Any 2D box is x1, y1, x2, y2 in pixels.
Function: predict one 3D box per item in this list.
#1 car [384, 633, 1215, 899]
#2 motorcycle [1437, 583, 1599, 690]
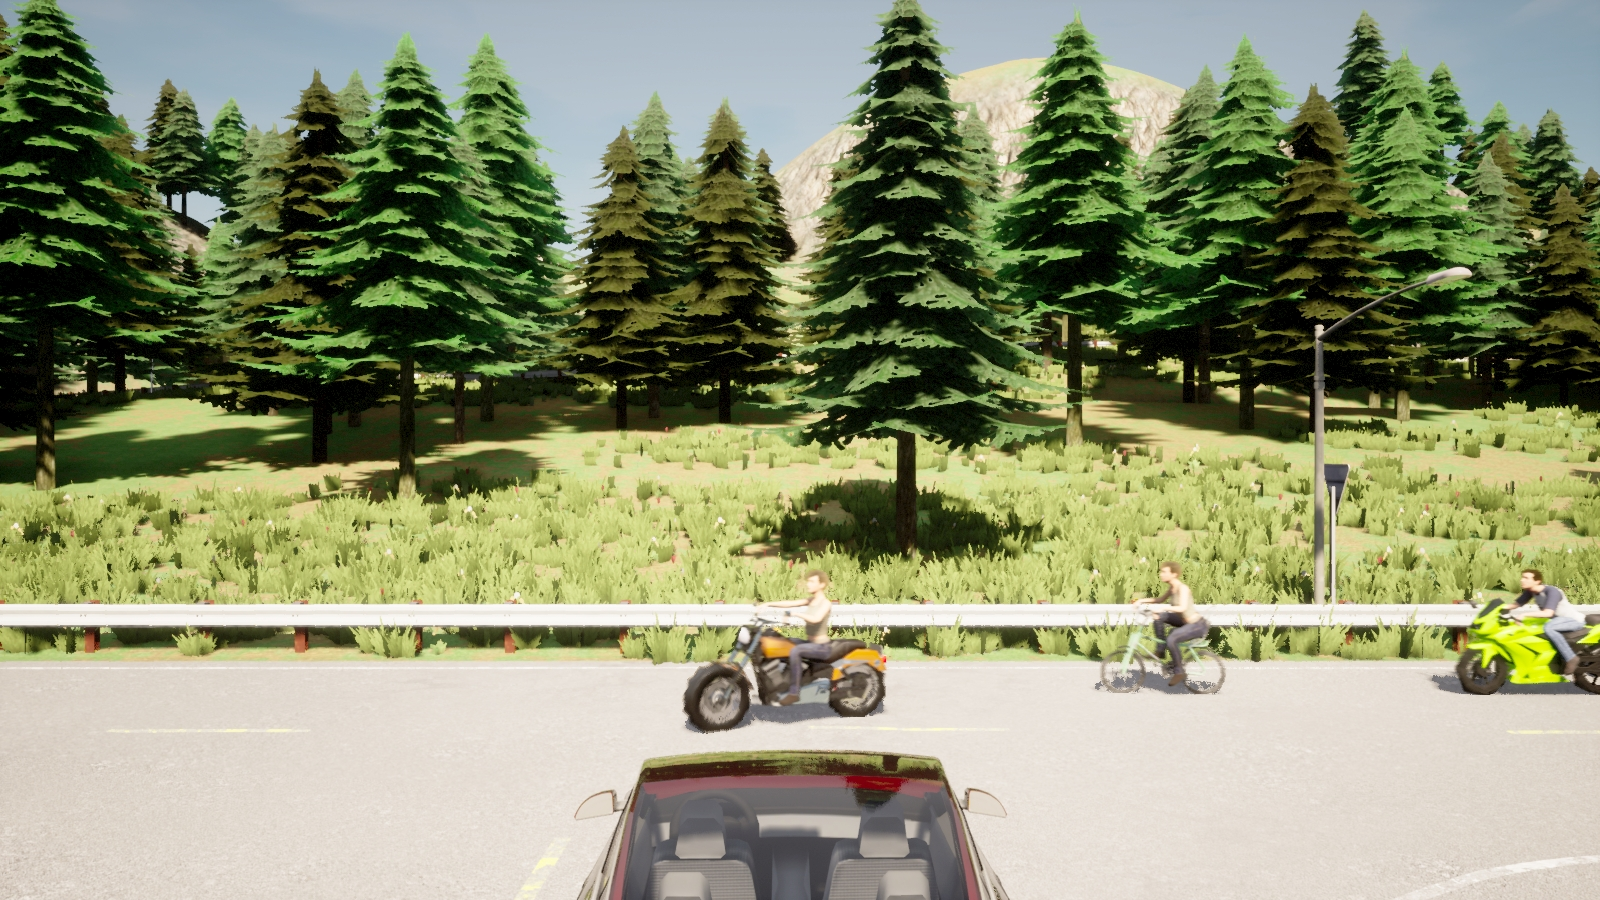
[{"bbox_3d":[-0.034,1.936,5.154,2.163,1.488,4.792,0,-1,-1],"label":"car"},{"bbox_3d":[8.848,2.213,13.643,2.033,1.145,0.803,0,0,0],"label":"motorcycle"}]
